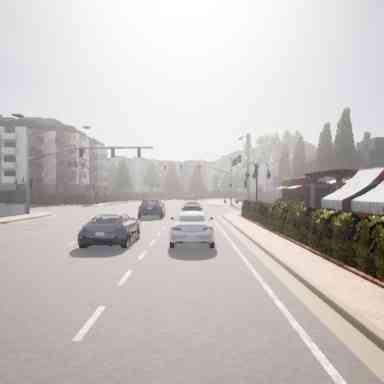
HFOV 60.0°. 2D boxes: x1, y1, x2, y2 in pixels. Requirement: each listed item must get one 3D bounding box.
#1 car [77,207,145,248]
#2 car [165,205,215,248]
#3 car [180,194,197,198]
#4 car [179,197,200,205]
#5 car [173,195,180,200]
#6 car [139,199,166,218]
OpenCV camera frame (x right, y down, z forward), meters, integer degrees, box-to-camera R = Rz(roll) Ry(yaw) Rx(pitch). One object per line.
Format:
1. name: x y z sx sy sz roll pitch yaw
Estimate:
1. car: -3.500 1.571 14.650 1.994 1.385 4.181 0 0 0
2. car: 0.000 1.532 14.650 1.812 1.442 4.674 0 0 0
3. car: -0.542 1.353 92.427 2.097 1.767 4.553 0 0 31
4. car: 0.000 1.515 29.650 1.837 1.490 4.892 0 0 0
5. car: -3.432 1.589 94.399 1.895 1.301 4.718 0 0 31
6. car: -3.500 1.365 29.620 2.097 1.767 4.553 0 0 0
